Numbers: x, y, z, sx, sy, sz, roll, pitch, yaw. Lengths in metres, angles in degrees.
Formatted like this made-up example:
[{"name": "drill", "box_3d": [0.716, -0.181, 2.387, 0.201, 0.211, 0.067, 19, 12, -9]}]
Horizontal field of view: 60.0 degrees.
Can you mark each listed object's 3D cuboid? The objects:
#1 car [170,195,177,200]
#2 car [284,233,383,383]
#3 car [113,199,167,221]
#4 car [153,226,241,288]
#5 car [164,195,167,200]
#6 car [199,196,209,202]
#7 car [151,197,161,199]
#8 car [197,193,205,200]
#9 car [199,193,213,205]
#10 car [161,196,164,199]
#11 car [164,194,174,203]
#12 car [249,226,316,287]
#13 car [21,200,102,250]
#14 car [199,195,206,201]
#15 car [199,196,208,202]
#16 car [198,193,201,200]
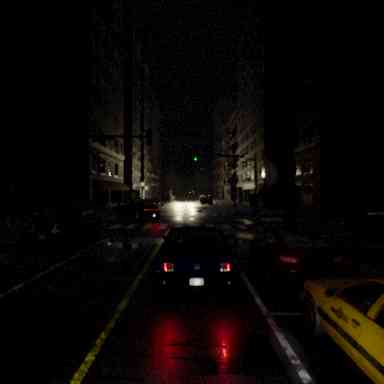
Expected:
[{"name": "car", "box_3d": [-5.387, 1.574, 95.478, 1.802, 1.307, 4.206, 0, 0, 0]}, {"name": "car", "box_3d": [2.637, 1.526, 3.812, 1.752, 1.417, 4.829, 0, 0, 0]}, {"name": "car", "box_3d": [-4.523, 1.499, 26.917, 1.837, 1.490, 4.892, 4, -2, -43]}, {"name": "car", "box_3d": [0.102, 1.602, 9.214, 1.895, 1.301, 4.718, 0, 0, 0]}, {"name": "car", "box_3d": [-5.387, 1.528, 51.678, 1.752, 1.417, 4.829, 0, 0, 0]}, {"name": "car", "box_3d": [2.638, 1.540, 73.658, 1.887, 1.381, 4.507, 0, 0, 0]}, {"name": "car", "box_3d": [-5.387, 1.555, 40.940, 2.008, 1.369, 4.403, 0, 0, 0]}, {"name": "car", "box_3d": [2.637, 1.306, 95.475, 2.192, 1.841, 5.009, 0, 0, 0]}, {"name": "car", "box_3d": [2.638, 1.441, 57.295, 1.967, 1.590, 4.097, 0, 0, 0]}, {"name": "car", "box_3d": [-5.387, 1.548, 46.395, 1.887, 1.381, 4.507, 0, 0, 0]}, {"name": "car", "box_3d": [-5.387, 1.564, 68.210, 1.947, 1.339, 4.313, 0, 0, 0]}, {"name": "car", "box_3d": [2.637, 1.583, 9.055, 1.802, 1.307, 4.206, 0, 0, 0]}, {"name": "car", "box_3d": [-5.388, 1.317, 14.477, 2.192, 1.841, 5.009, 0, 0, 0]}, {"name": "car", "box_3d": [2.639, 1.517, 84.736, 1.752, 1.417, 4.829, 0, 0, 0]}, {"name": "car", "box_3d": [2.638, 1.544, 79.112, 2.008, 1.369, 4.403, 0, 0, 0]}, {"name": "car", "box_3d": [2.639, 1.438, 68.204, 1.967, 1.590, 4.097, 0, 0, 0]}]
